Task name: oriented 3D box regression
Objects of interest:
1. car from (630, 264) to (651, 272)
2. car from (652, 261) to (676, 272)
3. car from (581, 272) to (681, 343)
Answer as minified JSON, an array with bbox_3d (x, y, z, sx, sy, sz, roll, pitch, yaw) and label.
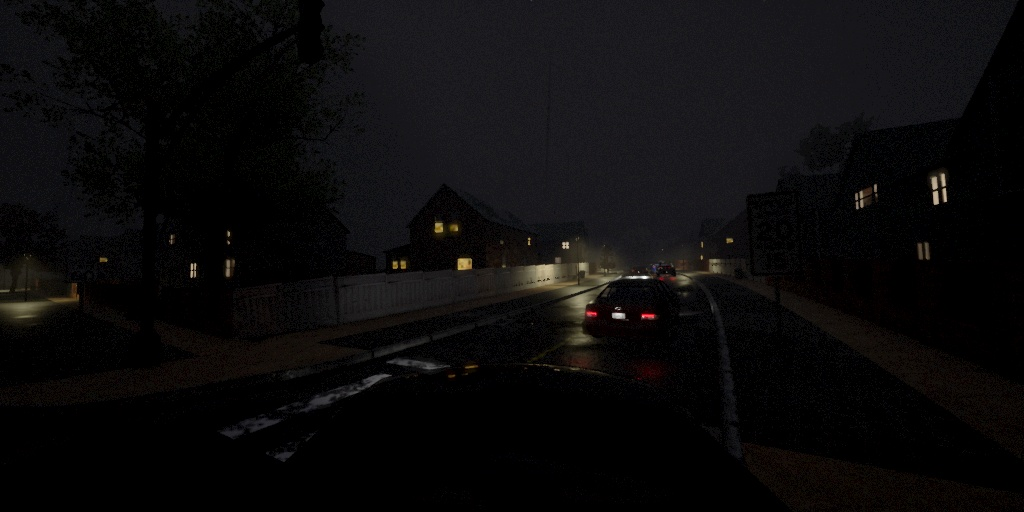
[{"bbox_3d":[15.259,1.668,43.104,1.994,1.385,4.181,-2,-1,20],"label":"car"},{"bbox_3d":[16.838,1.471,39.368,2.128,1.511,4.902,-2,-1,20],"label":"car"},{"bbox_3d":[3.471,1.327,9.844,2.033,1.411,5.357,-3,-1,28],"label":"car"}]
